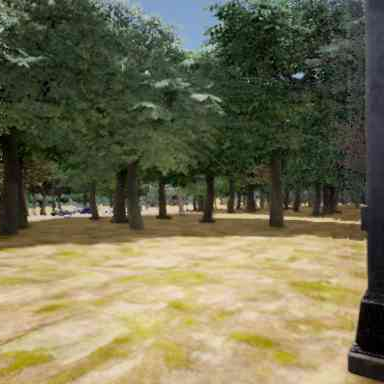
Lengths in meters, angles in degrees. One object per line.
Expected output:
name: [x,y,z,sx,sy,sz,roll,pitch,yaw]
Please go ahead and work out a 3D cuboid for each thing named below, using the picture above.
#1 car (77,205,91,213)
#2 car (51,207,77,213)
car: [-22.927,3.754,69.717,2.150,2.045,5.566,-1,-2,20]
car: [-23.391,3.633,59.893,1.994,1.385,4.181,-1,-2,21]
